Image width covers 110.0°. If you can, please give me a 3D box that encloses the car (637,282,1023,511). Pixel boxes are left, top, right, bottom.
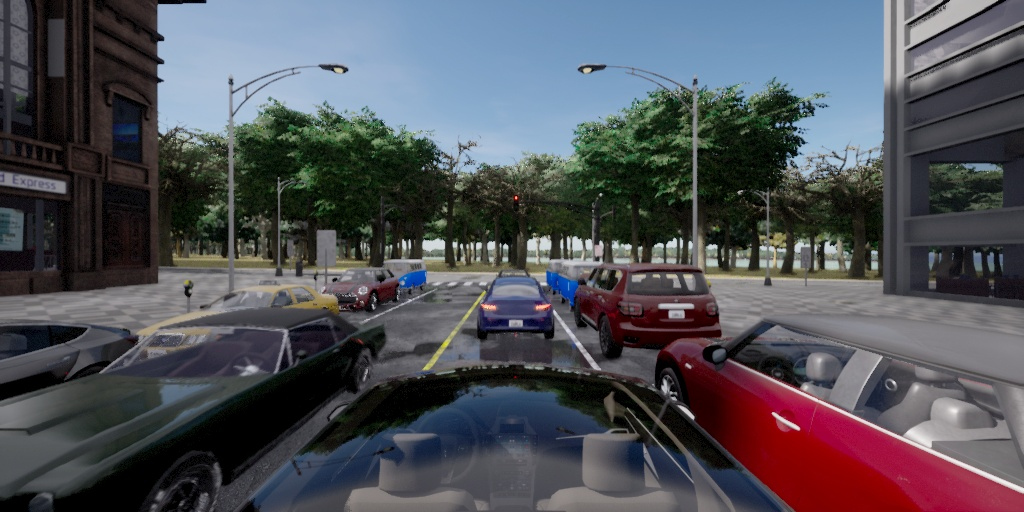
[{"bbox_3d":[2.763,1.189,2.963,1.967,1.591,4.097,0,0,0],"label":"car"}]

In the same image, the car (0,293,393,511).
[{"bbox_3d":[-3.088,1.349,3.954,1.895,1.301,4.718,0,0,0],"label":"car"}]

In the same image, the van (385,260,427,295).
[{"bbox_3d":[-5.766,1.082,19.274,1.690,1.789,3.998,0,0,0],"label":"van"}]

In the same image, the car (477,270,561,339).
[{"bbox_3d":[0.097,1.271,9.938,1.812,1.442,4.674,0,0,0],"label":"car"}]

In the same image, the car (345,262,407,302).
[{"bbox_3d":[-5.765,1.184,13.837,1.967,1.591,4.097,0,0,0],"label":"car"}]

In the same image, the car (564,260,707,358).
[{"bbox_3d":[2.761,1.061,8.401,2.192,1.841,5.009,0,0,0],"label":"car"}]

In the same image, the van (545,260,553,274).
[{"bbox_3d":[2.759,1.082,19.276,1.690,1.789,3.998,0,0,0],"label":"van"}]

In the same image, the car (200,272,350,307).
[{"bbox_3d":[-5.764,1.272,8.229,1.751,1.417,4.829,0,0,0],"label":"car"}]

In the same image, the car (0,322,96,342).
[{"bbox_3d":[-5.763,1.315,2.962,1.948,1.339,4.313,0,0,0],"label":"car"}]

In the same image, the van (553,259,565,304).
[{"bbox_3d":[2.760,1.085,13.838,1.690,1.789,3.998,0,0,0],"label":"van"}]
